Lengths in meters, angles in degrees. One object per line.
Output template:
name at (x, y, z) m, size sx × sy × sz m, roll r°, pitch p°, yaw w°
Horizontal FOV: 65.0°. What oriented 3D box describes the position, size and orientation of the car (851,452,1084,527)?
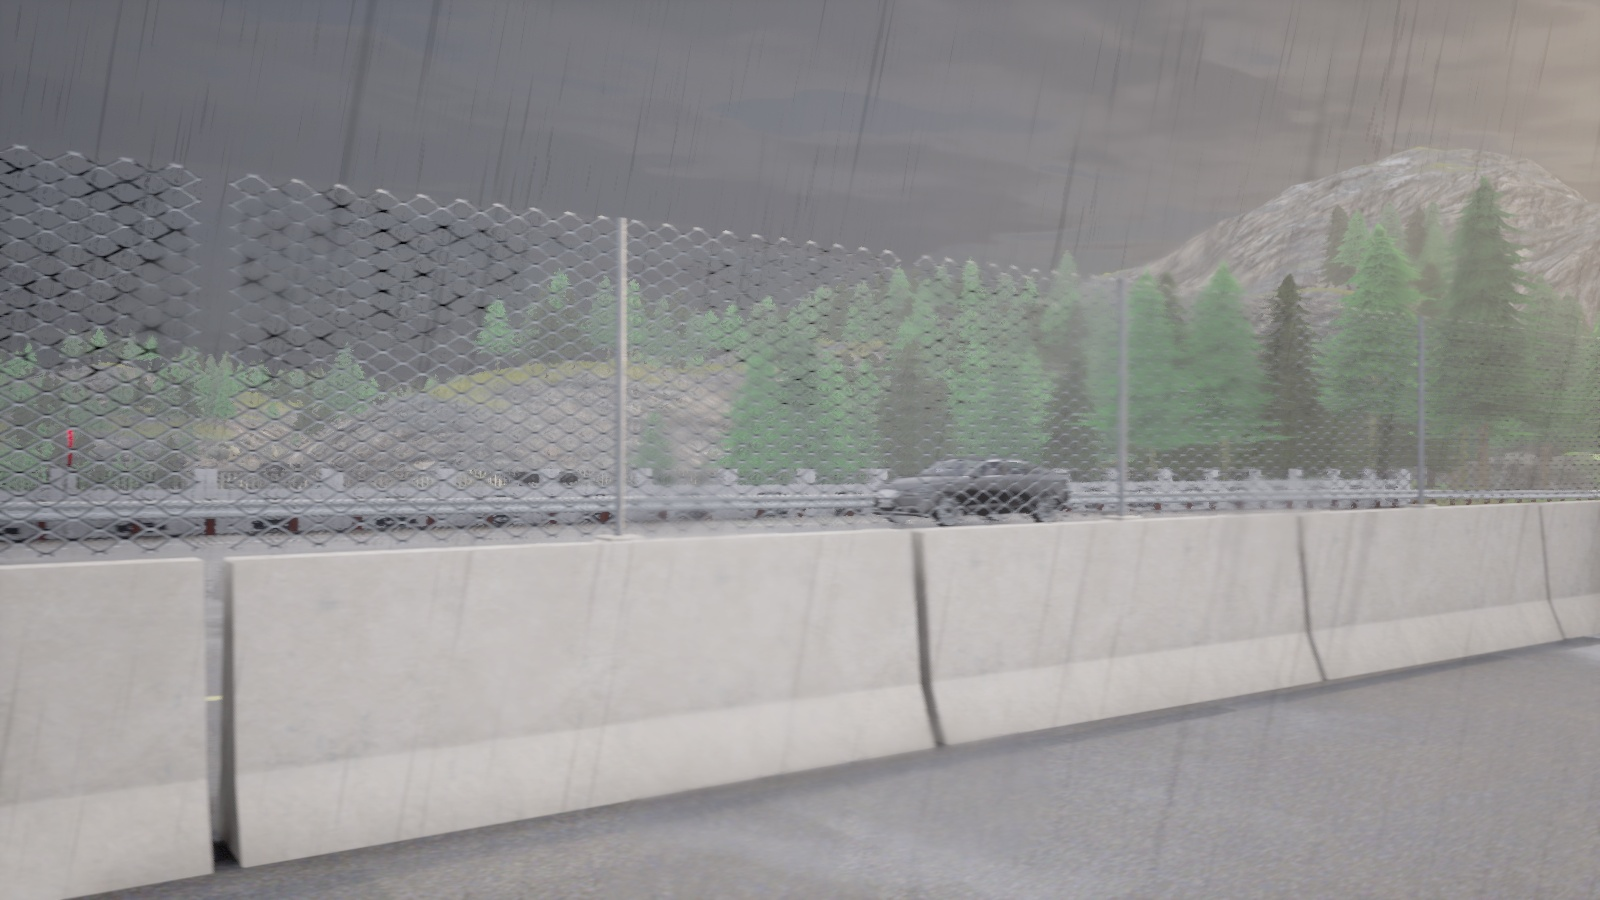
car at (3.721, 0.830, 27.570) m, size 4.902 × 1.511 × 2.128 m, roll 1°, pitch -1°, yaw -35°
